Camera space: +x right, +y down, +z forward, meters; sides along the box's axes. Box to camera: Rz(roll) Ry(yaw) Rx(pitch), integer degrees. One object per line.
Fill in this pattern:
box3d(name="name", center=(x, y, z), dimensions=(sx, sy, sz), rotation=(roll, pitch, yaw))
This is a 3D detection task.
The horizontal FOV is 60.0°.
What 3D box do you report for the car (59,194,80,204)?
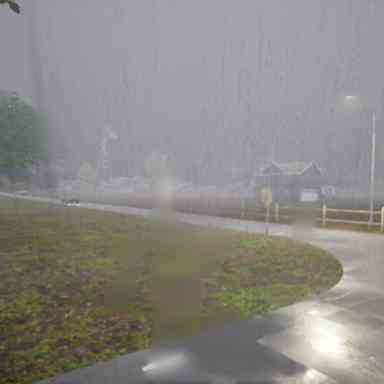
box3d(name="car", center=(-18.837, 1.067, 51.068), dimensions=(2.033, 1.411, 5.357), rotation=(3, -1, -36))
